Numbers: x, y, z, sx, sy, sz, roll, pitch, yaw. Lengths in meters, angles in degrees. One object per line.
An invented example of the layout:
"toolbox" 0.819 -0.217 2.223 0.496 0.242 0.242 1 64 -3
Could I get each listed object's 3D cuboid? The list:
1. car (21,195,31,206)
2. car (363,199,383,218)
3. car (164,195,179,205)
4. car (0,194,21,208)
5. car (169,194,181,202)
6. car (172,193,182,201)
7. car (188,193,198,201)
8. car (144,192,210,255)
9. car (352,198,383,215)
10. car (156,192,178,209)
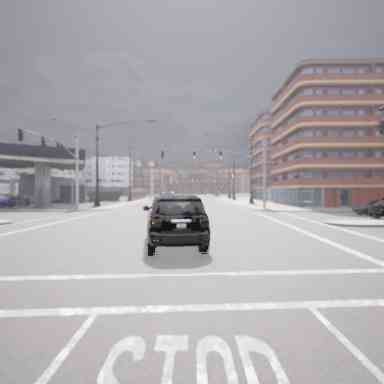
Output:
"car" -24.021 1.195 44.985 3.806 1.475 1.970 0 0 1
"car" 16.307 1.451 25.825 4.718 1.301 1.895 0 0 -3
"car" -3.194 1.241 52.973 2.033 1.411 5.357 0 0 0
"car" -23.305 1.067 39.234 4.611 1.667 2.242 0 0 1
"car" -3.229 1.181 63.286 2.033 1.411 5.357 0 0 0
"car" -3.314 1.088 73.615 2.128 1.511 4.902 0 0 0
"car" 0.221 0.986 69.339 2.128 1.511 4.902 0 0 0
"car" -0.723 1.145 13.231 2.150 2.045 5.566 0 0 -8
"car" 16.689 1.335 29.299 4.892 1.490 1.837 0 0 0
"car" -3.110 0.974 42.675 2.150 2.045 5.566 0 0 2
